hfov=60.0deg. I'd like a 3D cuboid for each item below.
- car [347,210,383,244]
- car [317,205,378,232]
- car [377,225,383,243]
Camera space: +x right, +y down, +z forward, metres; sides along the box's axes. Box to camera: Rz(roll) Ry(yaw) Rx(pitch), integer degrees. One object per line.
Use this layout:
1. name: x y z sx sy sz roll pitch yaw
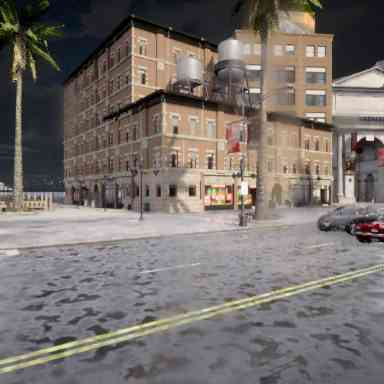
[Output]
1. car: 9.134 1.601 14.574 4.718 1.301 1.895 0 0 -35
2. car: 9.062 1.507 18.772 4.892 1.490 1.837 1 0 -34
3. car: 6.828 1.563 8.470 4.181 1.385 1.994 0 0 -35
